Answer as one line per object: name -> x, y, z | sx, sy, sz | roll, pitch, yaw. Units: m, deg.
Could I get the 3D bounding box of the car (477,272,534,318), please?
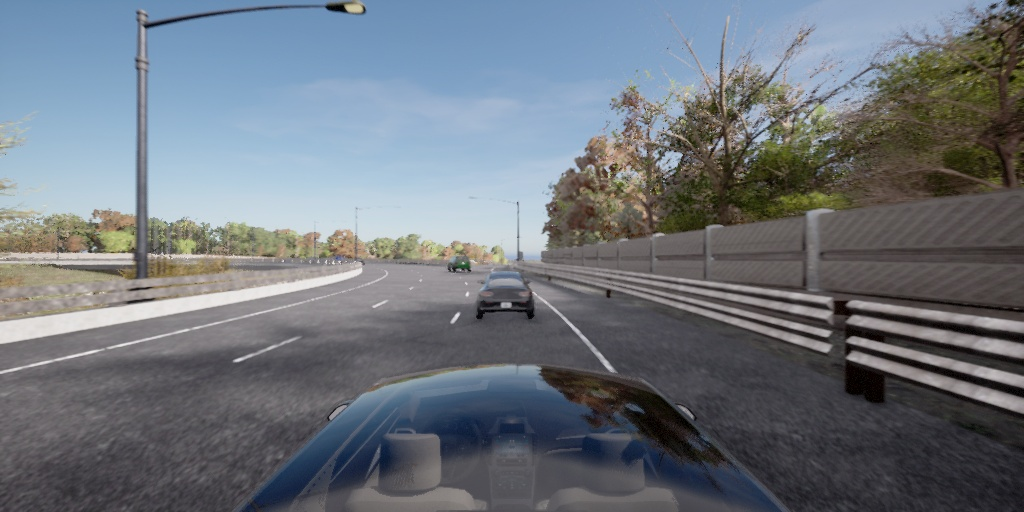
car -> -0.279, 1.288, 12.890 | 1.812, 1.442, 4.674 | 0, 0, -3

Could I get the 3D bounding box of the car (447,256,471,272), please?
car -> -6.855, 1.015, 46.170 | 2.150, 2.045, 5.566 | 0, 0, -20
